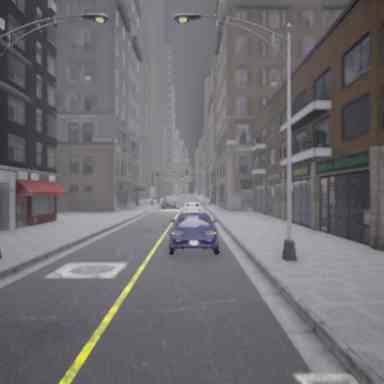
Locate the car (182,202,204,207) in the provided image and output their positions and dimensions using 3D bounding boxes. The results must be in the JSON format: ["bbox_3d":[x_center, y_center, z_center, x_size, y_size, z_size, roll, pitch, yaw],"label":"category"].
[{"bbox_3d":[0.084,1.572,28.591,1.812,1.442,4.674,0,0,0],"label":"car"}]

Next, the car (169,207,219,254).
[{"bbox_3d":[0.079,1.547,13.513,1.812,1.442,4.674,0,0,0],"label":"car"}]

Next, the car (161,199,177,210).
[{"bbox_3d":[-3.058,1.639,44.925,1.994,1.385,4.181,0,0,0],"label":"car"}]
